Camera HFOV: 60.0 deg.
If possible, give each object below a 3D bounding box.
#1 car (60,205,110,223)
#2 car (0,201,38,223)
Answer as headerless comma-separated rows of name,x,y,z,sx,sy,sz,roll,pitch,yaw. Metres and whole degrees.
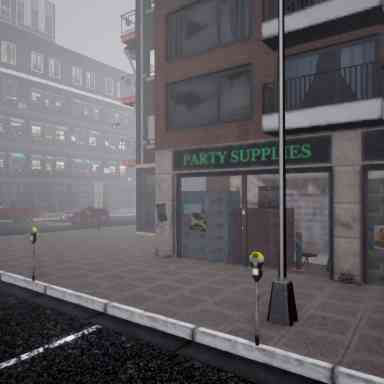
car,-9.529,1.914,29.921,1.812,1.442,4.674,0,-1,35
car,-14.946,1.609,26.706,2.192,1.841,5.009,-1,-2,35
